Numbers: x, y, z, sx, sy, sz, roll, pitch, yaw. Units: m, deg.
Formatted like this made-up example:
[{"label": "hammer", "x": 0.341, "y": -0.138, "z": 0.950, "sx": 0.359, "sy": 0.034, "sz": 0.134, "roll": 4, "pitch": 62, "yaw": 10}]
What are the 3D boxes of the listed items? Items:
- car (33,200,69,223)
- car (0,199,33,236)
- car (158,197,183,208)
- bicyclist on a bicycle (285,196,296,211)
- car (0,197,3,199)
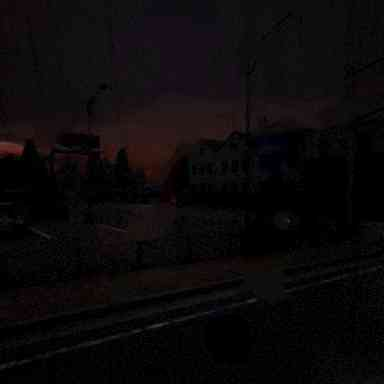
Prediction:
[{"label": "car", "x": -9.989, "y": 1.326, "z": 23.201, "sx": 2.007, "sy": 1.523, "sz": 4.514, "roll": 0, "pitch": 0, "yaw": -36}, {"label": "car", "x": -8.875, "y": 1.252, "z": 15.336, "sx": 1.970, "sy": 1.475, "sz": 3.806, "roll": 0, "pitch": 0, "yaw": -36}, {"label": "car", "x": -3.048, "y": 1.407, "z": 46.289, "sx": 1.812, "sy": 1.442, "sz": 4.674, "roll": 0, "pitch": 0, "yaw": -35}, {"label": "bicyclist on a bicycle", "x": 10.143, "y": 1.190, "z": 34.239, "sx": 1.656, "sy": 1.620, "sz": 0.582, "roll": 0, "pitch": 0, "yaw": -35}, {"label": "car", "x": -42.415, "y": 1.346, "z": 70.752, "sx": 3.866, "sy": 1.878, "sz": 1.905, "roll": 0, "pitch": 0, "yaw": -36}]
